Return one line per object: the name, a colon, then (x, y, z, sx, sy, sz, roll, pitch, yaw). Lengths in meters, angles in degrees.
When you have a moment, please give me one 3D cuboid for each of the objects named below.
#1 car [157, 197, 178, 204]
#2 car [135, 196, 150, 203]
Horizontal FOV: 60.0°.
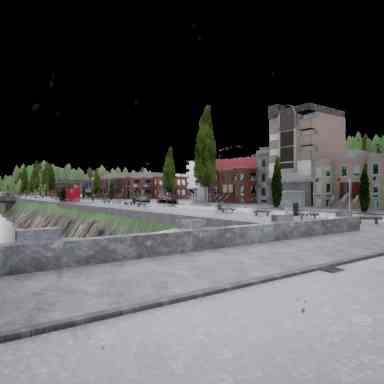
car: (-4.574, 1.601, 60.735, 1.895, 1.301, 4.718, 0, 0, -35)
car: (-10.377, 1.561, 68.869, 1.994, 1.385, 4.181, 0, 0, -35)
